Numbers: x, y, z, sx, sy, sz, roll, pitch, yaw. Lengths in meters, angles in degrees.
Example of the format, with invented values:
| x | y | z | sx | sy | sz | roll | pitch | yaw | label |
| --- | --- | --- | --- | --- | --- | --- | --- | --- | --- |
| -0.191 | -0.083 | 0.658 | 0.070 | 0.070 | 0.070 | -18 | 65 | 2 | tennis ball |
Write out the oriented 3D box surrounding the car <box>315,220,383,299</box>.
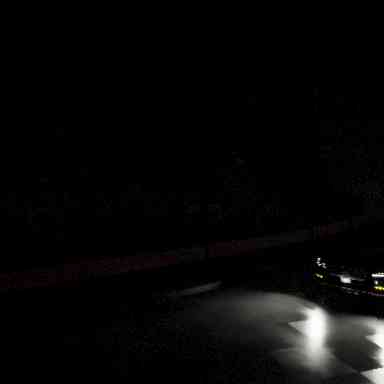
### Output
| x | y | z | sx | sy | sz | roll | pitch | yaw | label |
| --- | --- | --- | --- | --- | --- | --- | --- | --- | --- |
| 4.896 | 1.513 | 8.263 | 4.892 | 1.490 | 1.837 | 0 | 0 | -41 | car |
